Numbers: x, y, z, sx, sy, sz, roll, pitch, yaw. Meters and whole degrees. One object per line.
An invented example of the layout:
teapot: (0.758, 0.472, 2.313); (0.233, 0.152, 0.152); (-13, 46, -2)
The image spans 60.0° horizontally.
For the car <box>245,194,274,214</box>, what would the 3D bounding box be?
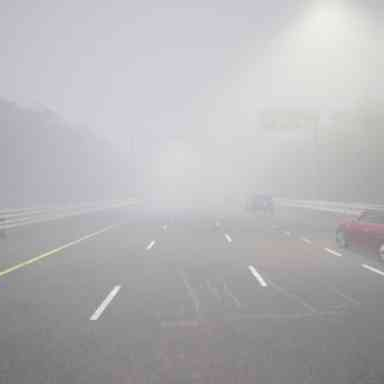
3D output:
car: (7.057, 1.209, 34.985); (2.150, 2.045, 5.566); (0, 0, 0)

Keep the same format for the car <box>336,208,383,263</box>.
car: (7.007, 1.351, 11.938); (2.097, 1.767, 4.553); (0, 0, 0)

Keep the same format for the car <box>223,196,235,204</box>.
car: (7.128, 1.449, 64.247); (1.882, 1.535, 5.008); (0, 0, 0)
